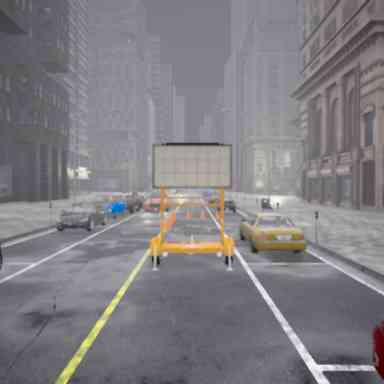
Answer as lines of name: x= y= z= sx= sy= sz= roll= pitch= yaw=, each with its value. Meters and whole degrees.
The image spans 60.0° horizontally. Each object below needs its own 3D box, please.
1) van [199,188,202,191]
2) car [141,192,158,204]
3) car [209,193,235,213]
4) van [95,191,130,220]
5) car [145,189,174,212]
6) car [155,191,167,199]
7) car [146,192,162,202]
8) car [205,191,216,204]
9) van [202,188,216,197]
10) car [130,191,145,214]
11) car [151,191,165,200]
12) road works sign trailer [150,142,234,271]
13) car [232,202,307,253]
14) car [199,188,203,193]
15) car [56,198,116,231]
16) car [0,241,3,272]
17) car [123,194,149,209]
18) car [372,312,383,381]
van: x=2.863 y=0.180 z=67.462 sx=1.690 sy=1.788 sz=3.998 roll=0 pitch=1 yaw=0
car: x=-5.717 y=0.743 z=45.226 sx=1.752 sy=1.417 sz=4.829 roll=0 pitch=1 yaw=0
car: x=2.808 y=1.052 z=28.796 sx=2.008 sy=1.369 sz=4.403 roll=0 pitch=1 yaw=0
van: x=-5.739 y=0.936 z=23.294 sx=1.690 sy=1.788 sz=3.998 roll=0 pitch=1 yaw=0
car: x=-3.060 y=0.827 z=30.319 sx=2.097 sy=1.767 sz=4.553 roll=0 pitch=1 yaw=0
car: x=-5.701 y=0.476 z=61.970 sx=1.887 sy=1.381 sz=4.507 roll=0 pitch=1 yaw=0
car: x=-5.712 y=0.665 z=50.921 sx=1.887 sy=1.381 sz=4.507 roll=0 pitch=1 yaw=0
car: x=2.824 y=0.893 z=39.845 sx=1.802 sy=1.307 sz=4.206 roll=0 pitch=1 yaw=0
van: x=2.840 y=0.463 z=50.890 sx=1.690 sy=1.788 sz=3.998 roll=0 pitch=1 yaw=0
car: x=-5.733 y=0.815 z=28.818 sx=2.192 sy=1.841 sz=5.009 roll=0 pitch=1 yaw=0
car: x=-5.706 y=0.570 z=56.445 sx=1.887 sy=1.381 sz=4.507 roll=0 pitch=1 yaw=0
road works sign trailer: x=0.013 y=0.285 z=10.246 sx=2.380 sy=3.560 sz=2.880 roll=0 pitch=1 yaw=0
car: x=2.786 y=1.309 z=12.394 sx=1.752 sy=1.417 sz=4.829 roll=0 pitch=1 yaw=0
car: x=2.854 y=0.477 z=61.941 sx=1.887 sy=1.381 sz=4.507 roll=0 pitch=1 yaw=0
car: x=-5.745 y=1.241 z=17.773 sx=2.008 sy=1.369 sz=4.403 roll=0 pitch=1 yaw=0
car: x=-5.755 y=1.321 z=6.721 sx=1.967 sy=1.590 sz=4.097 roll=0 pitch=1 yaw=0
car: x=-5.728 y=0.950 z=34.347 sx=1.887 sy=1.381 sz=4.507 roll=0 pitch=1 yaw=0
car: x=2.771 y=1.292 z=1.172 sx=2.192 sy=1.841 sz=5.009 roll=0 pitch=1 yaw=0
